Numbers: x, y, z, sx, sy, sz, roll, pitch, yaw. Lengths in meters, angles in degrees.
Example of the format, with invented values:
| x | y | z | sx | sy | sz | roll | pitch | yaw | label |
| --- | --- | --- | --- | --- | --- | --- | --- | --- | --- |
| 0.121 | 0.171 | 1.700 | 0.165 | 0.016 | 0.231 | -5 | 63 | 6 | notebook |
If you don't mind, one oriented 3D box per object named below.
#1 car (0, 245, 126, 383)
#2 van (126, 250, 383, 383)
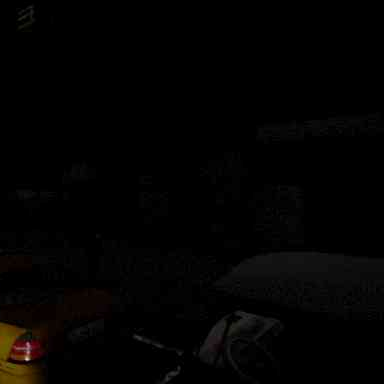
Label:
| x | y | z | sx | sy | sz | roll | pitch | yaw | label |
| --- | --- | --- | --- | --- | --- | --- | --- | --- | --- |
| -3.034 | 1.490 | 5.016 | 4.829 | 1.417 | 1.752 | 0 | 0 | 36 | car |
| 1.718 | 1.345 | 1.621 | 3.998 | 1.788 | 1.690 | 0 | 0 | 36 | van |
